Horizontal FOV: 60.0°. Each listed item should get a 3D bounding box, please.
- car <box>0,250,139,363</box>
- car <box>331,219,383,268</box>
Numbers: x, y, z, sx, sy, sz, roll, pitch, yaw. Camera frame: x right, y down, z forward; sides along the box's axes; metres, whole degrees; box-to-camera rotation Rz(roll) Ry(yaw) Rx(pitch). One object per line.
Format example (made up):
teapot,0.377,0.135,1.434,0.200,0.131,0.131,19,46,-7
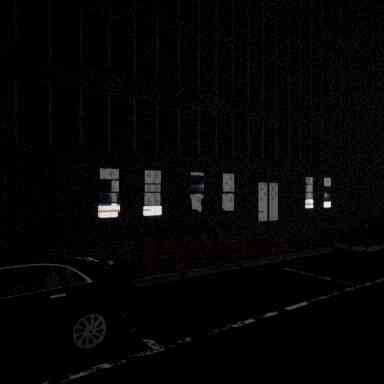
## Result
car,-2.883,1.551,4.504,4.403,1.369,2.008,0,0,-35
car,6.402,1.582,11.092,4.206,1.307,1.802,0,0,-35
